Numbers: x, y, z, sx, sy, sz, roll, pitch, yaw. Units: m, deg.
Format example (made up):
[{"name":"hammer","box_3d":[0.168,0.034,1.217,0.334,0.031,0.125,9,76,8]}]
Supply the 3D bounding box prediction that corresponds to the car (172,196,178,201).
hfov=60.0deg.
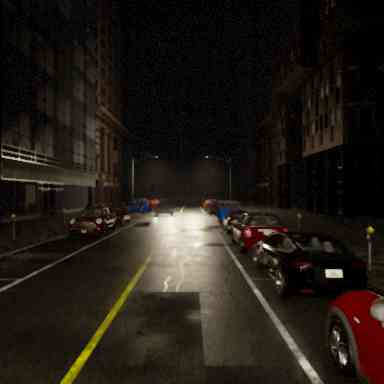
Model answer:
[{"name":"car","box_3d":[-5.770,2.297,92.559,1.887,1.381,4.507,0,0,0]}]

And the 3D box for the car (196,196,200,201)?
[{"name":"car","box_3d":[2.755,1.975,81.364,2.192,1.841,5.009,0,0,0]}]

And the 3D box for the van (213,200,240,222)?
[{"name":"van","box_3d":[2.758,1.546,25.347,1.690,1.788,3.998,0,0,0]}]

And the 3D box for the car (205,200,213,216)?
[{"name":"car","box_3d":[2.758,1.840,36.549,1.887,1.381,4.507,0,0,0]}]

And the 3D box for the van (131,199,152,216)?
[{"name":"van","box_3d":[-5.768,1.637,36.542,1.690,1.788,3.998,0,0,0]}]

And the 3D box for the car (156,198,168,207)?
[{"name":"car","box_3d":[-5.769,1.963,64.551,1.967,1.590,4.097,0,0,0]}]

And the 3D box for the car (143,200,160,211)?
[{"name":"car","box_3d":[-5.768,1.931,47.743,1.887,1.381,4.507,0,0,0]}]

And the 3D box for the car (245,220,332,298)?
[{"name":"car","box_3d":[2.759,1.636,8.541,1.947,1.339,4.313,0,0,0]}]

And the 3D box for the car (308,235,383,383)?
[{"name":"car","box_3d":[2.759,1.465,2.941,1.967,1.590,4.097,0,0,0]}]

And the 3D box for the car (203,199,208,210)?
[{"name":"car","box_3d":[2.758,1.886,42.151,1.887,1.381,4.507,0,0,0]}]

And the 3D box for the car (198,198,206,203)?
[{"name":"car","box_3d":[2.755,2.318,92.565,1.947,1.339,4.313,0,0,0]}]

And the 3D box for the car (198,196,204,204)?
[{"name":"car","box_3d":[2.756,2.113,70.159,1.887,1.381,4.507,0,0,0]}]

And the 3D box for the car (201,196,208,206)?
[{"name":"car","box_3d":[2.757,1.826,47.753,1.967,1.590,4.097,0,0,0]}]

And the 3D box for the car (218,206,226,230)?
[{"name":"car","box_3d":[2.759,1.742,19.744,1.802,1.307,4.206,0,0,0]}]

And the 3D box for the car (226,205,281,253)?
[{"name":"car","box_3d":[2.759,1.555,14.143,1.967,1.590,4.097,0,0,0]}]

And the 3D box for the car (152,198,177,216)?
[{"name":"car","box_3d":[-3.002,1.779,37.215,1.882,1.535,5.008,0,-1,0]}]

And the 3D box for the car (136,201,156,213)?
[{"name":"car","box_3d":[-5.768,1.886,42.142,1.887,1.381,4.507,0,0,0]}]

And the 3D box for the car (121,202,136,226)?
[{"name":"car","box_3d":[-5.767,1.750,25.335,1.887,1.381,4.507,0,0,0]}]

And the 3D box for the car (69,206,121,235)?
[{"name":"car","box_3d":[-5.767,1.600,19.735,1.967,1.590,4.097,0,0,0]}]

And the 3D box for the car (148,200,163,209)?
[{"name":"car","box_3d":[-5.768,1.956,53.176,1.752,1.417,4.829,0,0,0]}]
